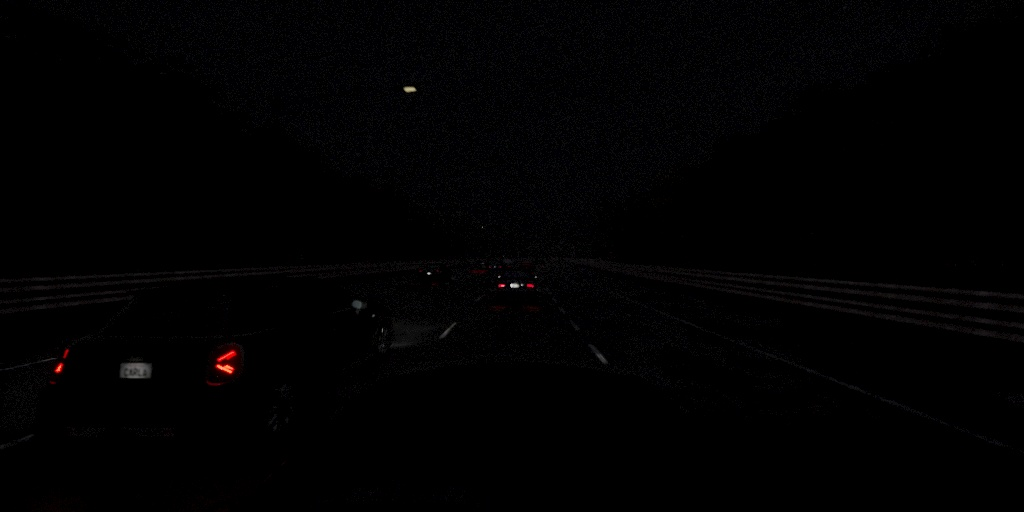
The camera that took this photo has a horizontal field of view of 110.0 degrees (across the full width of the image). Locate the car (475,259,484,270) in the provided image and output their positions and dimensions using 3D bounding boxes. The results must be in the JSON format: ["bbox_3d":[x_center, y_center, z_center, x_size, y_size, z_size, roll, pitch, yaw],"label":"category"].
[{"bbox_3d":[-4.256,1.246,53.269,2.128,1.511,4.902,0,0,6],"label":"car"}]

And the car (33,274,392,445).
[{"bbox_3d":[-3.482,1.086,5.460,2.097,1.767,4.553,0,0,0],"label":"car"}]

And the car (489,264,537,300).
[{"bbox_3d":[0.256,1.303,17.629,2.033,1.411,5.357,0,0,2],"label":"car"}]

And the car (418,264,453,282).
[{"bbox_3d":[-6.210,1.295,29.343,1.994,1.385,4.181,0,0,3],"label":"car"}]

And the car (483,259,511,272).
[{"bbox_3d":[-1.724,1.306,43.439,2.033,1.411,5.357,0,0,5],"label":"car"}]

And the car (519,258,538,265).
[{"bbox_3d":[2.002,1.255,45.578,1.882,1.535,5.008,0,0,5],"label":"car"}]
